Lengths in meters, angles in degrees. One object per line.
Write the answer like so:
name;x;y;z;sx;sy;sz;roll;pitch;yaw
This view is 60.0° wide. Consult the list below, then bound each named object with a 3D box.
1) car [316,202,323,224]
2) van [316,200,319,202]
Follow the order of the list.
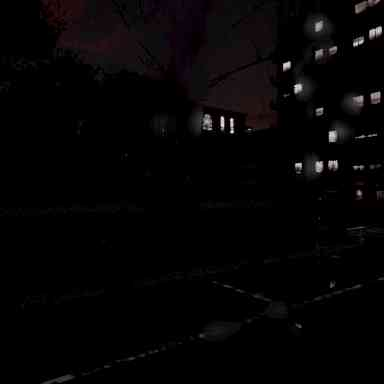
car;7.959;1.769;26.317;1.837;1.490;4.892;0;-1;-35
van;10.514;1.646;32.599;1.690;1.788;3.998;-1;0;-36
